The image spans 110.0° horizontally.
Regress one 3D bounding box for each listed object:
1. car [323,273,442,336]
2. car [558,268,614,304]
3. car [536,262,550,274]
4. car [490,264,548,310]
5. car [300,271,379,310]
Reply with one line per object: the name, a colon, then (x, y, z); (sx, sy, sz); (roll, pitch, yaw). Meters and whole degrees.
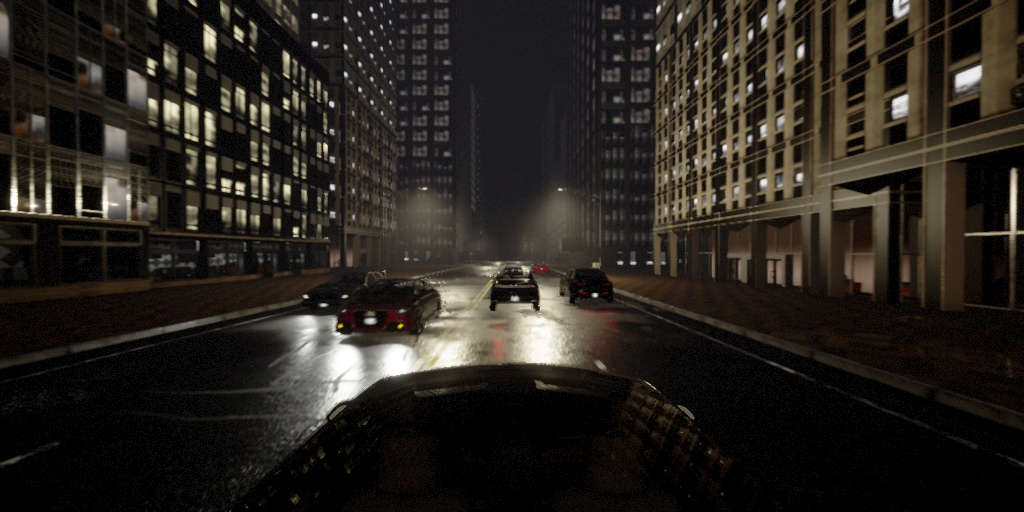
car: (-3.324, 1.341, 10.411); (1.994, 1.385, 4.181); (0, 0, 0)
car: (3.345, 1.302, 16.793); (1.837, 1.490, 4.892); (0, 0, 0)
car: (3.371, 1.424, 42.806); (1.994, 1.385, 4.181); (0, 0, 0)
car: (0.106, 1.282, 14.897); (2.128, 1.511, 4.902); (0, 0, 0)
car: (-6.544, 1.338, 15.133); (2.033, 1.411, 5.357); (0, 0, 0)
